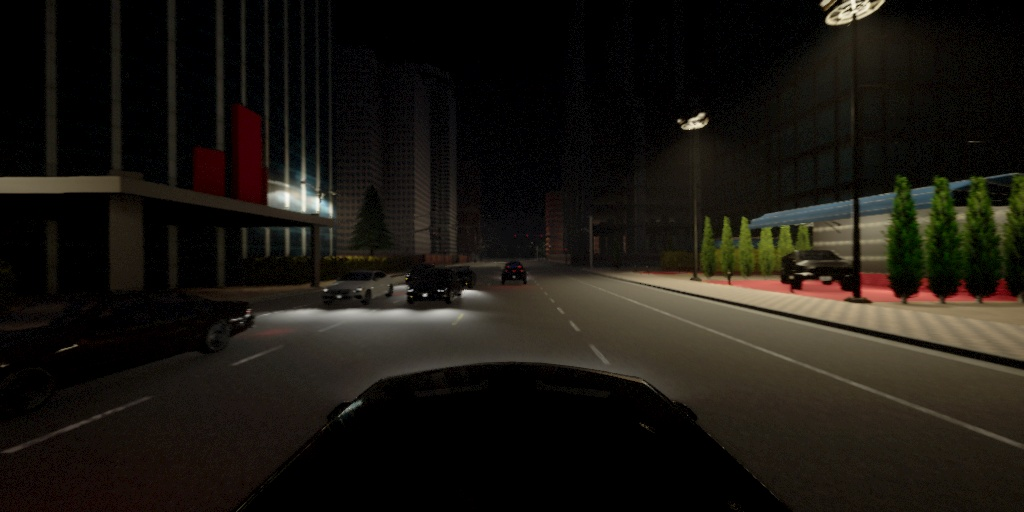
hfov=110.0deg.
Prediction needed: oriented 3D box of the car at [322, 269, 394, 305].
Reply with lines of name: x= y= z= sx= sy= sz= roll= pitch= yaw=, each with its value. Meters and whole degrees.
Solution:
car: x=-6.949 y=1.361 z=16.752 sx=1.812 sy=1.442 sz=4.674 roll=0 pitch=0 yaw=0

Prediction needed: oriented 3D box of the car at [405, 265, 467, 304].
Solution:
car: x=-3.450 y=1.330 z=16.669 sx=1.837 sy=1.490 sz=4.892 roll=0 pitch=0 yaw=0

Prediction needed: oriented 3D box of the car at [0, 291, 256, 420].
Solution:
car: x=-7.095 y=1.359 z=6.237 sx=2.033 sy=1.411 sz=5.357 roll=0 pitch=0 yaw=0

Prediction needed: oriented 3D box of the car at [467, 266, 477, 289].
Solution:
car: x=-3.466 y=1.377 z=23.876 sx=1.994 sy=1.385 sz=4.181 roll=0 pitch=0 yaw=1

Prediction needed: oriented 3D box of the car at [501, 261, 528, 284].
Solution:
car: x=0.166 y=1.283 z=27.545 sx=2.128 sy=1.511 sz=4.902 roll=0 pitch=0 yaw=1

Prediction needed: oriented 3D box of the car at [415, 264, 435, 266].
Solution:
car: x=-6.907 y=1.356 z=28.194 sx=1.837 sy=1.490 sz=4.892 roll=0 pitch=-1 yaw=1
